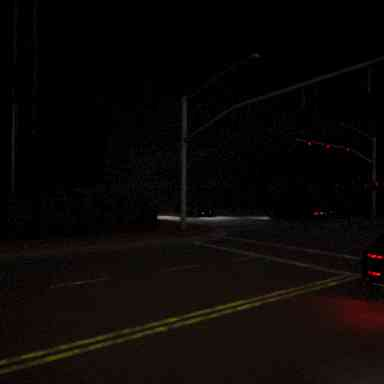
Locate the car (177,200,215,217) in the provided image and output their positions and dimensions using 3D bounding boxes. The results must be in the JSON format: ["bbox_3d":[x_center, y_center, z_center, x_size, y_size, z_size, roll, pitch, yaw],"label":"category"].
[{"bbox_3d":[0.303,1.620,33.185,1.837,1.490,4.892,1,1,-35],"label":"car"}]

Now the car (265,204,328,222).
[{"bbox_3d":[8.686,1.705,28.019,2.033,1.411,5.357,1,0,-34],"label":"car"}]

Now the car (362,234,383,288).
[{"bbox_3d":[6.036,1.590,8.330,4.892,1.490,1.837,1,0,-39],"label":"car"}]
